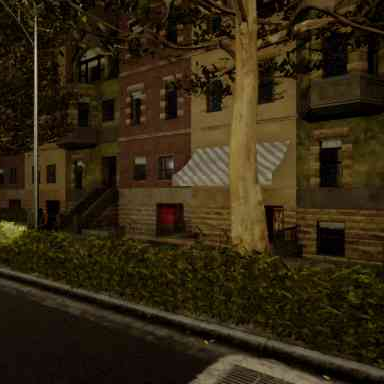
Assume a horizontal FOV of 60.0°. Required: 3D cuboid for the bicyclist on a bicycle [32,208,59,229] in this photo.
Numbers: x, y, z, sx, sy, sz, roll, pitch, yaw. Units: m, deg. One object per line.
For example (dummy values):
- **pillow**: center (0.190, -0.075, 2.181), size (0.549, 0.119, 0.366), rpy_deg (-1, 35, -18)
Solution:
- **bicyclist on a bicycle**: center (-4.730, 1.339, 10.517), size (0.582, 1.620, 1.656), rpy_deg (0, -4, 34)
